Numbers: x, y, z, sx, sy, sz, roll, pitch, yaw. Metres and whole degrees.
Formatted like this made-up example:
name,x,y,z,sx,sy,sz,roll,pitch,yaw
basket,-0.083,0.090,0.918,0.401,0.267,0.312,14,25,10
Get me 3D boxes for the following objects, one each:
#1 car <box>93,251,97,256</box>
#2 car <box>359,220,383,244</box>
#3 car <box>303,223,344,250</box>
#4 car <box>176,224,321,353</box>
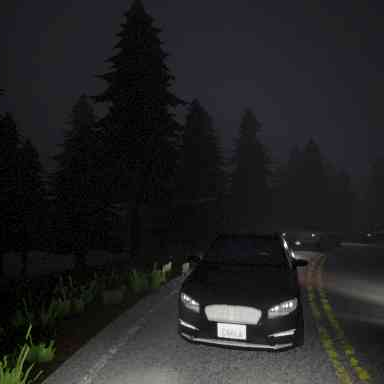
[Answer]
name,x,y,z,sx,sy,sz,roll,pitch,yaw
car,-20.286,13.650,72.956,4.181,1.381,1.994,-2,-5,31
car,15.803,3.222,26.443,5.566,2.045,2.150,8,-8,-28
car,6.479,2.306,17.668,1.895,1.301,4.718,-3,-6,39
car,1.131,1.561,6.594,2.128,1.511,4.902,-1,-2,15
